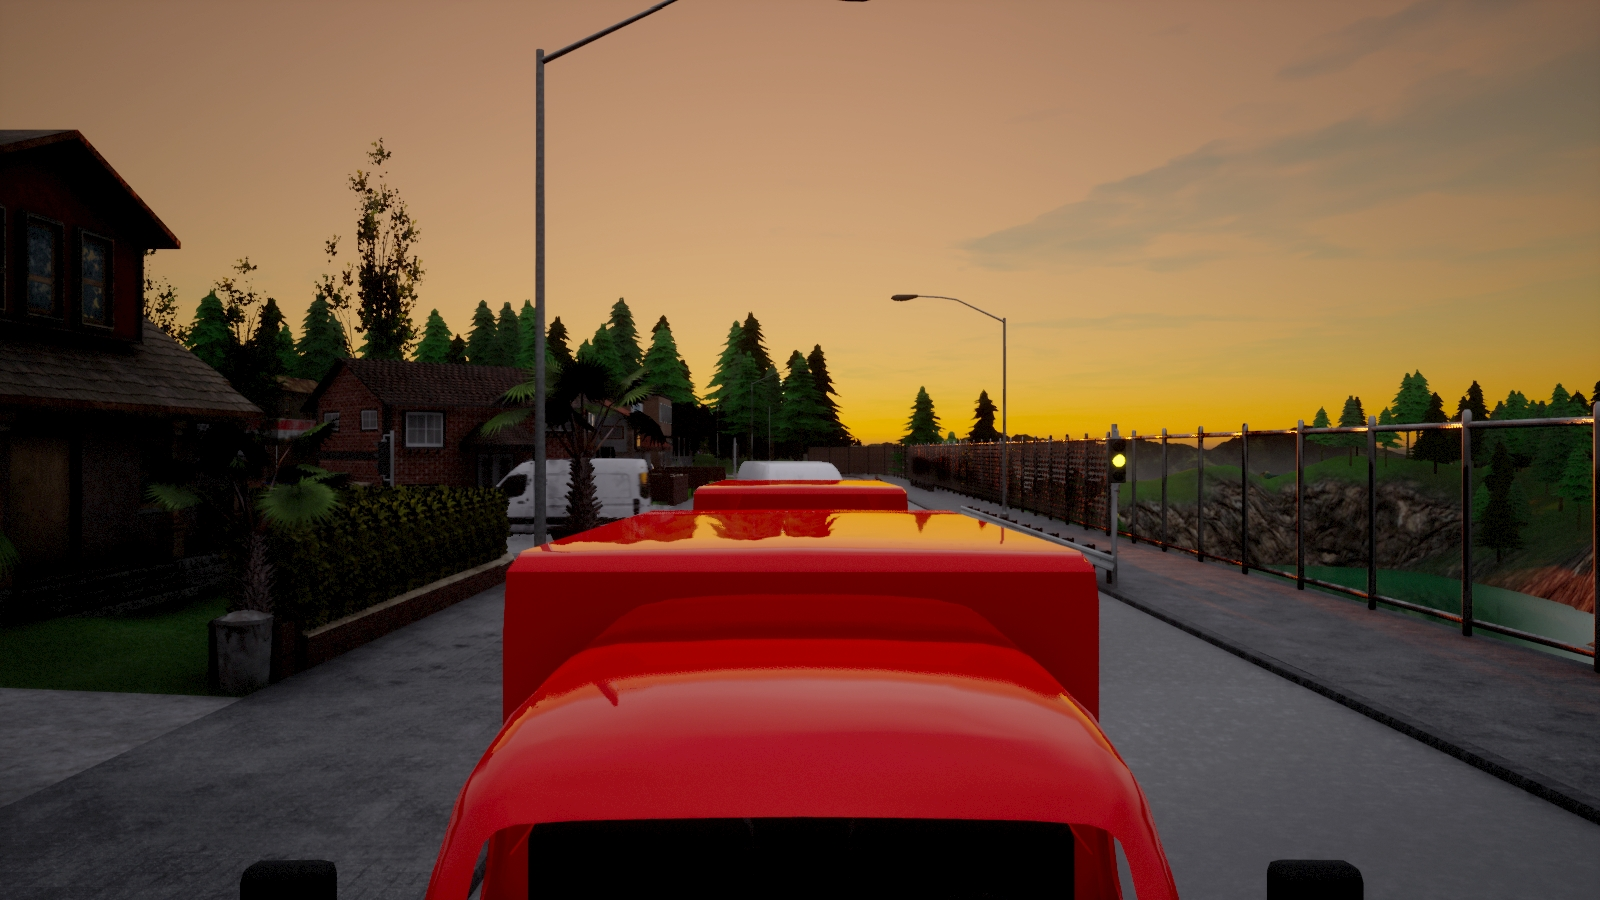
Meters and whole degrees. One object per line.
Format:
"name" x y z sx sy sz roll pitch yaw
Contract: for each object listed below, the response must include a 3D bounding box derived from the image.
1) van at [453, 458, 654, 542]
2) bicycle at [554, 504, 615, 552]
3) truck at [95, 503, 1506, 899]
"van" -7.756 1.549 36.243 5.915 2.561 1.988 0 0 4
"bicycle" -6.027 2.170 32.019 1.487 1.276 0.859 0 0 8
"truck" -0.001 1.570 4.728 2.627 2.467 5.204 0 0 0
